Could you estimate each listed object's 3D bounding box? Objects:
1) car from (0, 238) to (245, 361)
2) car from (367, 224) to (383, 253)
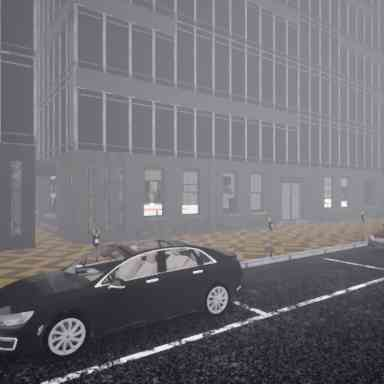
[{"bbox_3d":[-1.031,1.551,5.819,4.403,1.369,2.008,0,0,-35],"label":"car"},{"bbox_3d":[8.257,1.581,12.402,4.206,1.307,1.802,0,0,-35],"label":"car"}]
